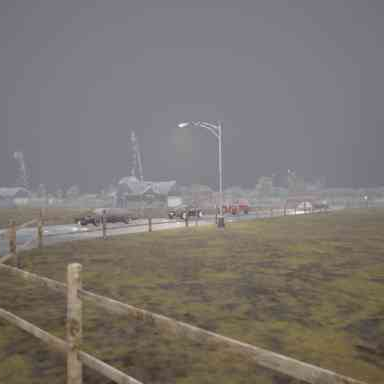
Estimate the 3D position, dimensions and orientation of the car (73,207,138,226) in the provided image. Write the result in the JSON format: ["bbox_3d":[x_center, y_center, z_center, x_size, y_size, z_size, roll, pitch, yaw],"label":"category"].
[{"bbox_3d":[-6.648,1.884,26.309,2.033,1.411,5.357,-2,-2,36],"label":"car"}]

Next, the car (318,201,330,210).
[{"bbox_3d":[25.122,2.471,64.325,2.097,1.767,4.553,-2,-2,34],"label":"car"}]

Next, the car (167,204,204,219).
[{"bbox_3d":[-0.626,2.013,34.723,1.837,1.490,4.892,-2,-2,36],"label":"car"}]

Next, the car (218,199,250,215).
[{"bbox_3d":[5.568,1.912,43.383,2.150,2.045,5.566,-2,-2,36],"label":"car"}]

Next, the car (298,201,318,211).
[{"bbox_3d":[19.406,2.456,56.360,1.812,1.442,4.674,-2,-2,36],"label":"car"}]
